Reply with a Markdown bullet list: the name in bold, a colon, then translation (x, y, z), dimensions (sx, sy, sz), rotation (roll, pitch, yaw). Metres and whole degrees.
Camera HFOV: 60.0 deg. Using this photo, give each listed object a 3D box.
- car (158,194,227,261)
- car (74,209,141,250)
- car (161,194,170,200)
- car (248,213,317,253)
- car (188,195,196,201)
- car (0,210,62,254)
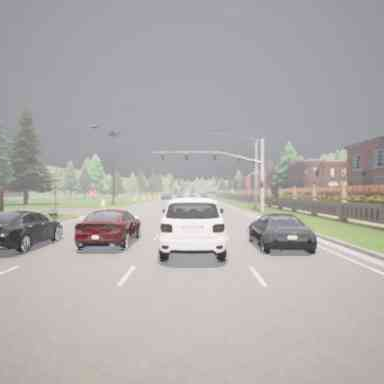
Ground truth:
- **car**: translation (0.036, 1.220, 12.368), dimensions (2.150, 2.045, 5.566), rotation (0, 0, 1)
- **car**: translation (-3.447, 1.474, 14.400), dimensions (1.882, 1.535, 5.008), rotation (0, 0, 0)
- **car**: translation (-6.999, 1.324, 89.044), dimensions (2.097, 1.767, 4.553), rotation (0, 0, 0)
- **car**: translation (3.548, 1.561, 13.672), dimensions (1.994, 1.385, 4.181), rotation (0, 0, 1)
- **car**: translation (0.001, 1.508, 88.658), dimensions (2.033, 1.411, 5.357), rotation (0, 0, 0)
- **car**: translation (-6.953, 1.503, 13.522), dimensions (1.837, 1.490, 4.892), rotation (0, 0, 0)
